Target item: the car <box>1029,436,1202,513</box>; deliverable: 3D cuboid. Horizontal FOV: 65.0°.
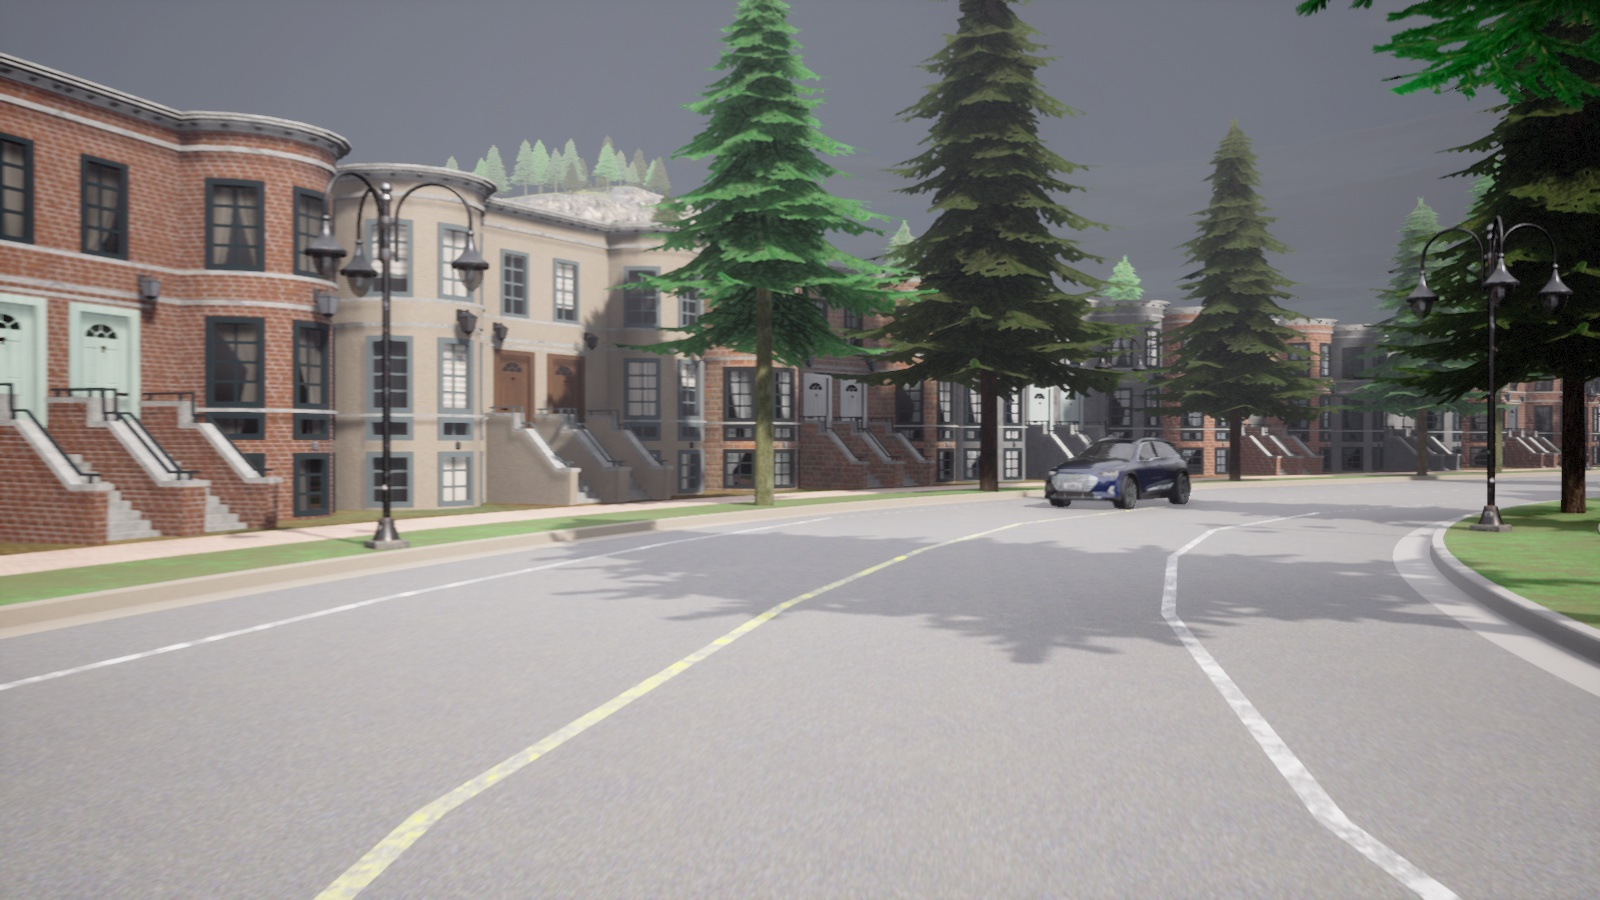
[{"bbox_3d":[7.520,0.521,29.616,2.033,1.649,4.856,0,0,40],"label":"car"}]
